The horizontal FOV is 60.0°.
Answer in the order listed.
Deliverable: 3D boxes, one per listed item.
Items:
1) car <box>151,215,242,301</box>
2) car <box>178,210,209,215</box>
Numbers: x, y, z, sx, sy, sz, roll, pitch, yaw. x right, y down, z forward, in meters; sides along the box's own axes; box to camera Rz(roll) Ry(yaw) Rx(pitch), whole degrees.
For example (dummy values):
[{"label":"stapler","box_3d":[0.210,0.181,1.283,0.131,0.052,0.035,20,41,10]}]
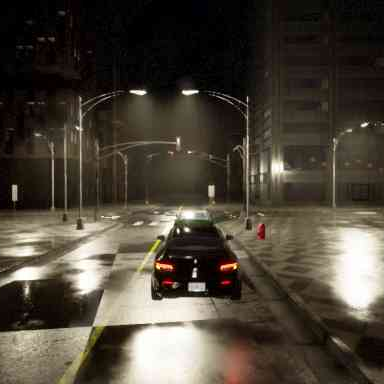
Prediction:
[{"label":"car","box_3d":[0.085,1.523,8.210,1.812,1.442,4.674,0,0,0]},{"label":"car","box_3d":[0.074,1.593,17.235,1.895,1.301,4.718,0,0,0]}]
